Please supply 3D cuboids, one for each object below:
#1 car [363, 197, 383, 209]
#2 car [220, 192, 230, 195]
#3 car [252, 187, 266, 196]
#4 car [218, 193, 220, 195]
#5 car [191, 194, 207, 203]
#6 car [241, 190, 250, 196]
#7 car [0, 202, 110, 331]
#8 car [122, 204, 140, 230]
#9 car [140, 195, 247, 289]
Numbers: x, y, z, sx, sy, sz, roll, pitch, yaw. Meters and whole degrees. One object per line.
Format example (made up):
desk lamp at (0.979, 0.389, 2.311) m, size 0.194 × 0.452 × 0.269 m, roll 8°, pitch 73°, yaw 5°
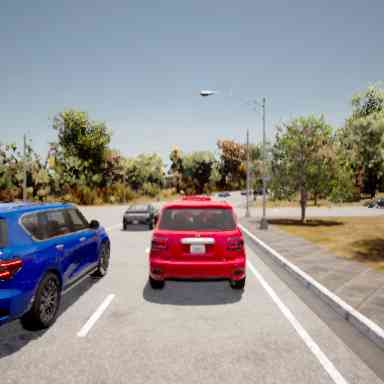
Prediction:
car at (24.484, 1.344, 42.423) m, size 4.892 × 1.490 × 1.837 m, roll -2°, pitch 0°, yaw 4°
car at (7.813, 0.608, 82.125) m, size 1.994 × 1.385 × 4.181 m, roll 0°, pitch 3°, yaw 28°
car at (17.616, -0.183, 85.108) m, size 2.150 × 2.045 × 5.566 m, roll 0°, pitch 3°, yaw 33°
car at (0.292, 1.236, 19.642) m, size 2.150 × 2.045 × 5.566 m, roll 0°, pitch 0°, yaw 1°
car at (1.489, 1.322, 68.141) m, size 1.812 × 1.442 × 4.674 m, roll 0°, pitch 2°, yaw 21°
car at (14.302, 0.157, 86.394) m, size 2.128 × 1.511 × 4.902 m, roll 0°, pitch 3°, yaw 33°
car at (-3.382, 1.216, 6.987) m, size 2.150 × 2.045 × 5.566 m, roll 0°, pitch 0°, yaw 0°
car at (-3.156, 1.509, 21.409) m, size 2.128 × 1.511 × 4.902 m, roll 0°, pitch 0°, yaw 2°
car at (0.135, 1.218, 9.275) m, size 2.150 × 2.045 × 5.566 m, roll 0°, pitch 0°, yaw 0°
